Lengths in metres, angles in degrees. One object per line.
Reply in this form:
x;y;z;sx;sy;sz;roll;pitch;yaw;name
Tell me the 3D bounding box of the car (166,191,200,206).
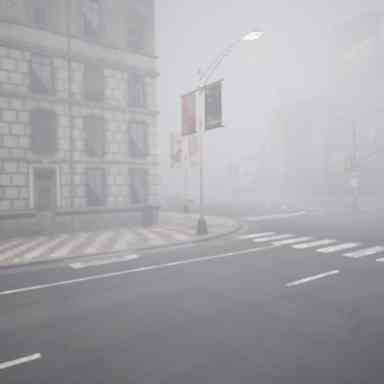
-1.514;0.986;43.415;1.882;1.535;5.008;-1;1;-35;car
